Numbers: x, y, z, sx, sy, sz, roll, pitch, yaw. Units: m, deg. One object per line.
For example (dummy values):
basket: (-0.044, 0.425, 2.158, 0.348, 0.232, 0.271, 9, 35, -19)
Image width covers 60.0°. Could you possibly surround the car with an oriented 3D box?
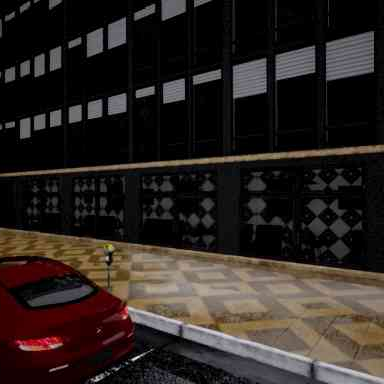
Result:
car: (-2.644, 1.582, 4.713, 4.206, 1.307, 1.802, 0, 0, 35)
